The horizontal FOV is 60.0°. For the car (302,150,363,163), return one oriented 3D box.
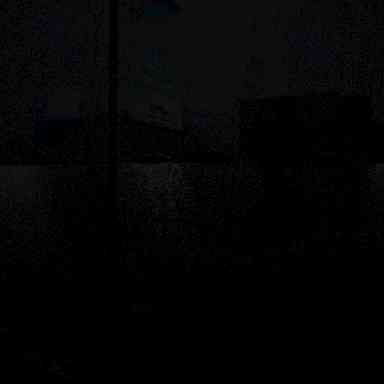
[{"bbox_3d":[11.571,-2.721,27.580,4.674,1.452,2.002,2,1,22],"label":"car"}]

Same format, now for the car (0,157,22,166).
[{"bbox_3d":[-23.472,-3.919,44.485,4.553,1.767,2.185,1,1,31],"label":"car"}]

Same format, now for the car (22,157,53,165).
[{"bbox_3d":[-18.481,-3.643,41.683,4.792,1.488,2.163,1,1,29],"label":"car"}]

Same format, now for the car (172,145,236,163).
[{"bbox_3d":[1.392,-3.393,31.828,5.566,2.045,2.435,2,1,25],"label":"car"}]

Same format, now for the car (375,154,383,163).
[{"bbox_3d":[16.741,-2.498,25.594,4.674,1.452,2.002,3,1,21],"label":"car"}]

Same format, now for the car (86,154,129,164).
[{"bbox_3d":[-8.787,-3.440,36.614,4.892,1.521,2.231,1,1,27],"label":"car"}]

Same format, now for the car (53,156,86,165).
[{"bbox_3d":[-13.618,-3.516,39.074,4.674,1.452,2.002,1,1,28],"label":"car"}]

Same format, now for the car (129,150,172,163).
[{"bbox_3d":[-3.707,-3.427,34.169,4.553,1.767,2.185,2,1,26],"label":"car"}]
